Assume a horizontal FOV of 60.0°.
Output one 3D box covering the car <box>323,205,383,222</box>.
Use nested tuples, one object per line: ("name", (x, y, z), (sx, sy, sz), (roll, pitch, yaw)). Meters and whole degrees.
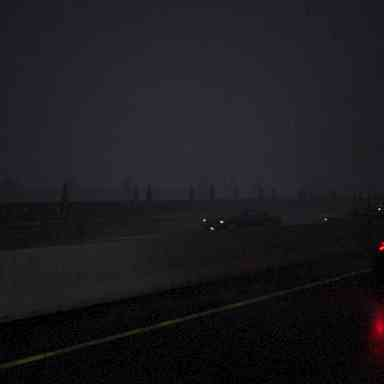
("car", (9.740, 1.642, 19.530), (4.718, 1.301, 1.895), (0, 0, -35))

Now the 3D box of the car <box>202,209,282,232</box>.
("car", (2.861, 1.629, 18.926), (4.718, 1.301, 1.895), (0, 0, -35))

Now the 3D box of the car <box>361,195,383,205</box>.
("car", (20.427, 1.300, 35.727), (5.566, 2.045, 2.150), (0, 0, -35))

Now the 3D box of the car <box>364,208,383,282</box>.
("car", (6.686, 1.374, 8.513), (4.553, 1.767, 2.097), (0, 0, -35))
